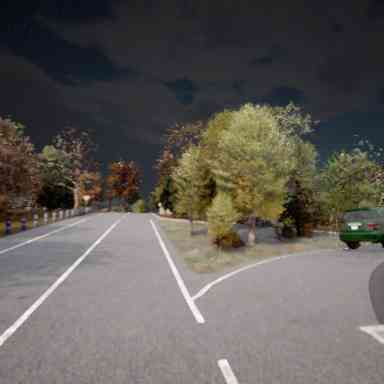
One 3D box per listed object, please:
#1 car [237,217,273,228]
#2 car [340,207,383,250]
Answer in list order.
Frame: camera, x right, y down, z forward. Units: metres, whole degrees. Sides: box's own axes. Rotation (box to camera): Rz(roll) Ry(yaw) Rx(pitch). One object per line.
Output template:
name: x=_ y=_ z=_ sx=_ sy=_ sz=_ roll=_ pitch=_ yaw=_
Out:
car: x=5.154 y=2.458 z=30.711 sx=4.674 sy=1.442 sz=1.812 roll=1 pitch=-6 yaw=33
car: x=9.937 y=1.860 z=17.012 sx=5.566 sy=2.045 sz=2.150 roll=2 pitch=-8 yaw=-31
